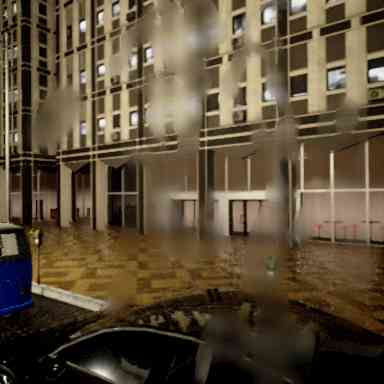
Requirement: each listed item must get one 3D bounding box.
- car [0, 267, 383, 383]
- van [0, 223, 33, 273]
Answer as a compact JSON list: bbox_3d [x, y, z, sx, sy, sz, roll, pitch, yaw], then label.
[{"bbox_3d":[-0.016,1.579,2.892,4.313,1.339,1.947,-1,-1,36],"label":"car"},{"bbox_3d":[-4.648,1.402,6.206,3.998,1.788,1.690,-1,-1,36],"label":"van"}]
